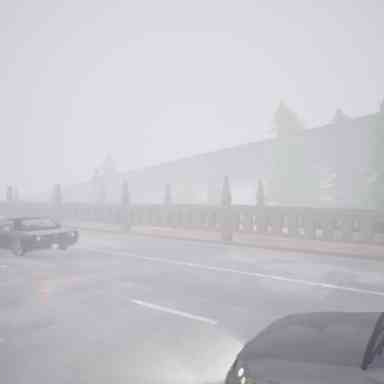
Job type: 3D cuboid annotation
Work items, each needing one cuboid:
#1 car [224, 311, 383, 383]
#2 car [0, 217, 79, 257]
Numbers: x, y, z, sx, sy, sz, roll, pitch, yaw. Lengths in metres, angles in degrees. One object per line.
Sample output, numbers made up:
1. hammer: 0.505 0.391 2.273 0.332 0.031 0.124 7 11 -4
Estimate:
1. car: 2.291 1.563 2.357 4.181 1.385 1.994 0 0 36
2. car: -6.635 1.619 13.025 4.718 1.301 1.895 0 0 36
